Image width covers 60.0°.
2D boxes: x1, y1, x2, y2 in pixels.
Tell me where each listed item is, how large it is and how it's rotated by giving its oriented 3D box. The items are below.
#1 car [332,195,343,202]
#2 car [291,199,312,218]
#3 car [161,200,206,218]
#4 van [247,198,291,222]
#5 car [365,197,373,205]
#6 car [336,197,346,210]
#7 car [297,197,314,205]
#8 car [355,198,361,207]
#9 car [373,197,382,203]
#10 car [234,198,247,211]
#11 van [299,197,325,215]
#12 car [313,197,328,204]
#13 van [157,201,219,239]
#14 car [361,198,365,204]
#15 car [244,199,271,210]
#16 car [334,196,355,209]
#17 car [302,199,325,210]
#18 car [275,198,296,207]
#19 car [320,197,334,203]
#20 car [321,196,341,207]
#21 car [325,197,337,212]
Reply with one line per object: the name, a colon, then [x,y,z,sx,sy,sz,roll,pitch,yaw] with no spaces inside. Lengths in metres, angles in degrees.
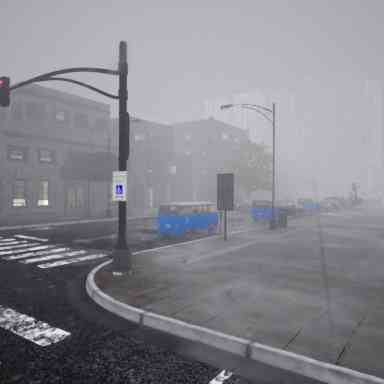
car: [37.513,1.712,85.727,1.967,1.590,4.097,0,0,35]
car: [9.427,1.655,31.203,1.887,1.381,4.507,0,0,35]
car: [-0.691,1.558,31.381,1.752,1.417,4.829,0,0,35]
van: [6.252,1.436,26.687,1.690,1.788,3.998,0,0,35]
car: [34.832,1.810,67.342,1.887,1.381,4.507,0,0,35]
car: [18.953,1.729,44.755,1.947,1.339,4.313,0,0,35]
car: [21.635,1.705,63.141,1.887,1.381,4.507,0,0,35]
car: [25.307,1.517,53.791,2.192,1.841,5.009,0,0,35]
car: [44.359,1.899,80.893,1.947,1.339,4.313,0,0,35]
car: [5.758,1.506,40.556,1.967,1.590,4.097,0,0,35]
van: [12.604,1.469,35.721,1.690,1.788,3.998,0,0,35]
car: [27.888,1.728,72.036,1.752,1.417,4.829,0,0,35]
van: [-0.099,1.407,17.652,1.690,1.788,3.998,0,0,35]
car: [28.579,1.748,58.447,1.752,1.417,4.829,0,0,35]
car: [8.933,1.629,45.073,1.887,1.381,4.507,0,0,35]
car: [22.131,1.497,49.273,2.192,1.841,5.009,0,0,35]
car: [16.980,1.709,46.439,1.994,1.385,4.181,1,0,35]
car: [15.284,1.665,54.107,1.887,1.381,4.507,0,0,35]
car: [31.161,1.792,76.693,1.947,1.339,4.313,0,0,35]
car: [22.979,1.533,54.976,2.097,1.767,4.553,1,0,35]
car: [15.876,1.671,40.378,1.752,1.417,4.829,0,0,35]
